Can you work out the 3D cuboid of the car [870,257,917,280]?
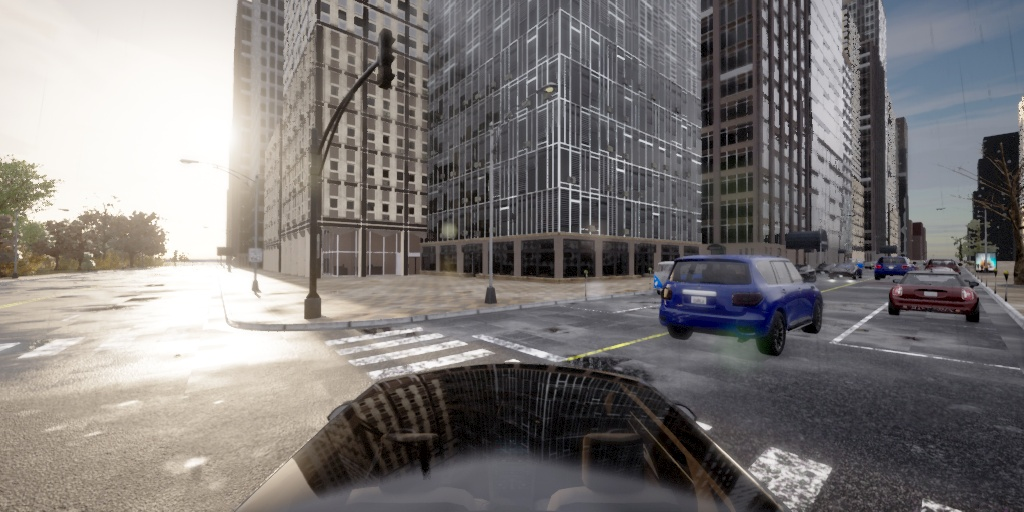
[{"bbox_3d":[33.514,1.066,31.369,5.566,2.045,2.150,0,0,-38],"label":"car"}]

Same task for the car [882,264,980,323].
[{"bbox_3d":[14.534,1.211,12.382,4.097,1.591,1.967,0,0,-39],"label":"car"}]

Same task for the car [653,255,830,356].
[{"bbox_3d":[5.867,0.995,8.963,5.566,2.045,2.150,0,0,-39],"label":"car"}]

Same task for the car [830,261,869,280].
[{"bbox_3d":[31.252,1.413,33.490,5.357,1.411,2.033,0,-1,-39],"label":"car"}]

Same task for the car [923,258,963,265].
[{"bbox_3d":[36.516,1.144,30.431,5.009,1.841,2.192,0,0,-39],"label":"car"}]
